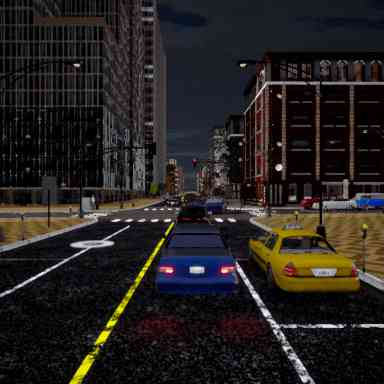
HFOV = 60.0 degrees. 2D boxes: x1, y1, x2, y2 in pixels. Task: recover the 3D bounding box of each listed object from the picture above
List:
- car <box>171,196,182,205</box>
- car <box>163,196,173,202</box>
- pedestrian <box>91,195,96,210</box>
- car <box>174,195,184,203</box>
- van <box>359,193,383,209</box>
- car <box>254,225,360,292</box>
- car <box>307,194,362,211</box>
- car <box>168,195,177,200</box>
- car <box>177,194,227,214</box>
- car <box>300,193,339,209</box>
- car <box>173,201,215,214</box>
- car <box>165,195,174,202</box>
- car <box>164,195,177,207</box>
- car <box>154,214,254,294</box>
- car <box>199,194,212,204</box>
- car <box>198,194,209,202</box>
[{"bbox_3d":[-2.810,1.529,60.881,1.812,1.442,4.674,0,0,0],"label":"car"},{"bbox_3d":[-5.307,1.556,74.597,2.008,1.369,4.403,0,0,0],"label":"car"},{"bbox_3d":[-12.343,1.270,41.603,0.375,1.860,0.375,0,1,-1],"label":"pedestrian"},{"bbox_3d":[-2.741,1.482,71.367,1.882,1.535,5.008,0,0,0],"label":"car"},{"bbox_3d":[20.974,1.050,39.012,3.998,1.788,1.690,-1,1,-1],"label":"van"},{"bbox_3d":[2.565,1.525,8.764,1.752,1.417,4.829,0,0,0],"label":"car"},{"bbox_3d":[15.608,1.306,36.507,4.674,1.442,1.812,-1,0,-1],"label":"car"},{"bbox_3d":[-5.305,1.558,91.376,2.008,1.369,4.403,0,0,0],"label":"car"},{"bbox_3d":[1.234,1.323,33.115,4.553,1.767,2.097,-1,0,-36],"label":"car"},{"bbox_3d":[15.318,1.095,38.953,5.009,1.841,2.192,-1,1,-1],"label":"car"},{"bbox_3d":[0.086,1.505,18.654,1.837,1.490,4.892,0,0,0],"label":"car"},{"bbox_3d":[-5.307,1.550,80.190,1.887,1.381,4.507,0,0,0],"label":"car"},{"bbox_3d":[-2.837,1.494,51.254,2.128,1.511,4.902,0,0,0],"label":"car"},{"bbox_3d":[0.098,1.547,8.913,2.033,1.411,5.357,0,0,0],"label":"car"},{"bbox_3d":[2.571,1.318,63.411,2.192,1.841,5.009,0,0,0],"label":"car"},{"bbox_3d":[2.573,1.320,74.597,2.192,1.841,5.009,0,0,0],"label":"car"}]
